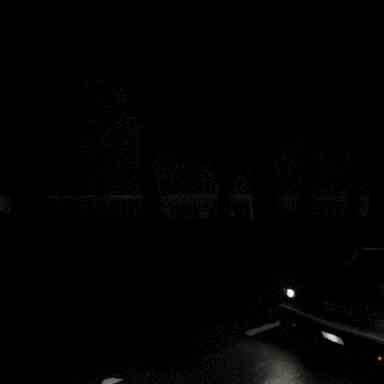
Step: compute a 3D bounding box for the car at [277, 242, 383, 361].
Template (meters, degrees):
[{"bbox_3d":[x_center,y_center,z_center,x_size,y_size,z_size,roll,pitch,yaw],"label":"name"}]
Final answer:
[{"bbox_3d":[3.637,1.601,5.656,4.718,1.301,1.895,0,0,-36],"label":"car"}]
